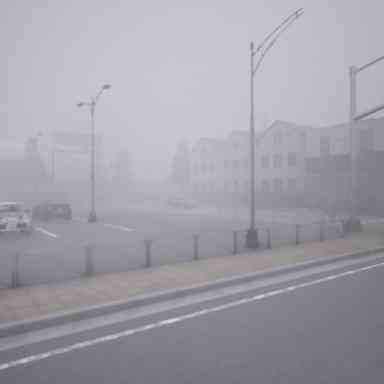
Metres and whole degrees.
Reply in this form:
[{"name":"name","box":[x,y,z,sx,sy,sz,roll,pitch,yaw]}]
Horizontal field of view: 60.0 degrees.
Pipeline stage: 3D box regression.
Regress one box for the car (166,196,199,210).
[{"name":"car","box":[-1.175,1.235,37.863,1.837,1.490,4.892,0,3,-35]}]

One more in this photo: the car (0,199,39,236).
[{"name":"car","box":[-8.677,1.240,15.476,1.970,1.475,3.806,0,0,-36]}]

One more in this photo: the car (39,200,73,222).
[{"name":"car","box":[-9.786,1.287,23.342,2.007,1.523,4.514,0,0,-36]}]

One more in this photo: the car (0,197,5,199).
[{"name":"car","box":[-42.189,1.299,70.909,3.866,1.878,1.905,0,0,-36]}]
